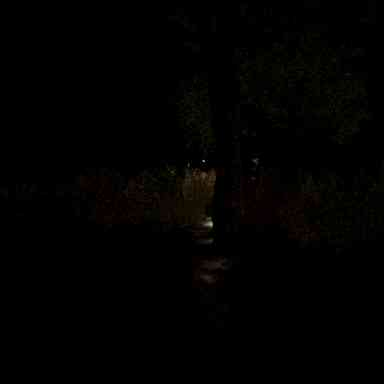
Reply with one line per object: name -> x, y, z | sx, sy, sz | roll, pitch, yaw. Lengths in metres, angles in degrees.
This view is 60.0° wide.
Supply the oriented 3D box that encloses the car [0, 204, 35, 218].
car -> -16.921, 1.712, 29.892 | 1.895, 1.301, 4.718 | 0, -1, 40
